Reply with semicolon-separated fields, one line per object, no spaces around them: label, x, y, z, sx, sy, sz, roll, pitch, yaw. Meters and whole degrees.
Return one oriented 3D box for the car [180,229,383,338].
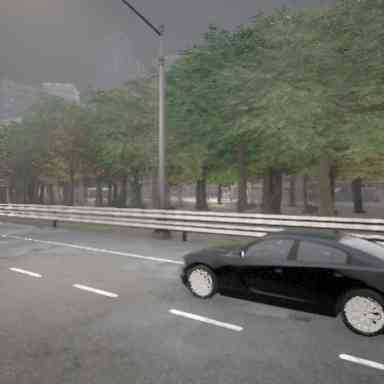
car;2.030;1.496;6.718;5.008;1.535;1.882;0;0;35
